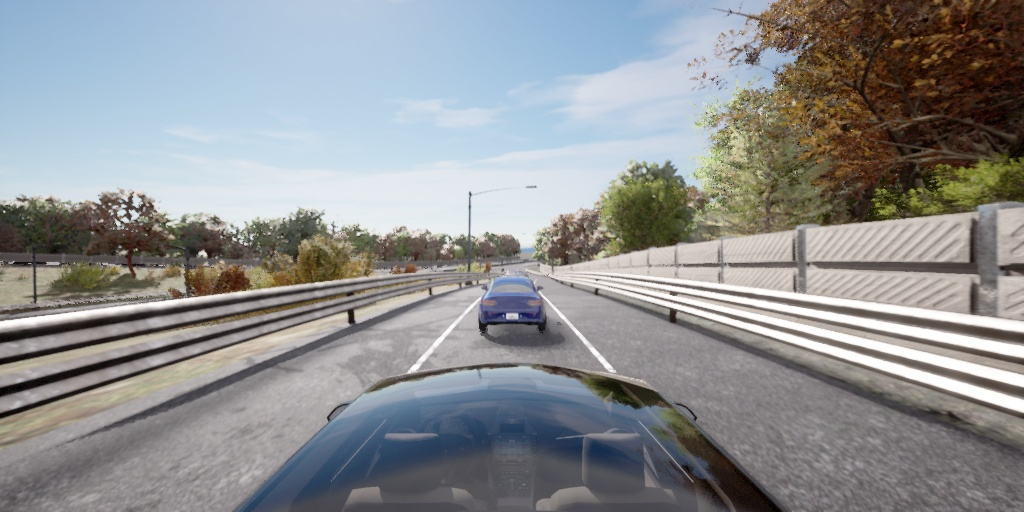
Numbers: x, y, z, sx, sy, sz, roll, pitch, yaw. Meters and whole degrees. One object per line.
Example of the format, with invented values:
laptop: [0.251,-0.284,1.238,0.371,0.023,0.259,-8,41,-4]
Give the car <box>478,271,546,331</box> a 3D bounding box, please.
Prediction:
car: [0.011,1.357,11.117,1.812,1.442,4.674,0,-1,0]

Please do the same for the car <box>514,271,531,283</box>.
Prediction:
car: [1.495,2.876,49.044,2.128,1.511,4.902,0,-3,4]
